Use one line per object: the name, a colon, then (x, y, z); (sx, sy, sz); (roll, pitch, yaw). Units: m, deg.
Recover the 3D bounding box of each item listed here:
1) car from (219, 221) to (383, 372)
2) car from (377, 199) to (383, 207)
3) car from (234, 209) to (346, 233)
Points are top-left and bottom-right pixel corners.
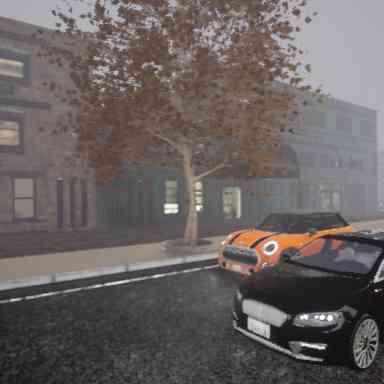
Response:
car: (2.852, 1.492, 5.743); (4.902, 1.511, 2.128); (0, 0, -36)
car: (32.219, 1.827, 58.332); (2.008, 1.369, 4.403); (-2, 0, -36)
car: (2.963, 1.353, 9.841); (4.553, 1.767, 2.097); (0, 0, -36)
